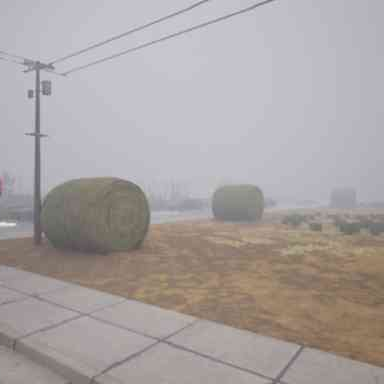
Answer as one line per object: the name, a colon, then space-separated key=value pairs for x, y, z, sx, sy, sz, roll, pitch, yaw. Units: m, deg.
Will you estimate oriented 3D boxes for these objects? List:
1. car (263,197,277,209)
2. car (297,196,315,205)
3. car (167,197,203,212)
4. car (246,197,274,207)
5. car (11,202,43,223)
car: x=9.512 y=1.420 z=43.853 sx=1.812 sy=1.442 sz=4.674 roll=0 pitch=0 yaw=38
car: x=19.313 y=1.423 z=56.288 sx=1.812 sy=1.442 sz=4.674 roll=0 pitch=0 yaw=38
car: x=-0.681 y=1.382 z=36.901 sx=1.837 sy=1.490 sz=4.892 roll=0 pitch=0 yaw=38
car: x=10.514 y=1.481 z=50.935 sx=2.033 sy=1.411 sz=5.357 roll=0 pitch=0 yaw=38
car: x=-10.726 y=1.437 z=24.182 sx=1.994 sy=1.385 sz=4.181 roll=0 pitch=0 yaw=38
